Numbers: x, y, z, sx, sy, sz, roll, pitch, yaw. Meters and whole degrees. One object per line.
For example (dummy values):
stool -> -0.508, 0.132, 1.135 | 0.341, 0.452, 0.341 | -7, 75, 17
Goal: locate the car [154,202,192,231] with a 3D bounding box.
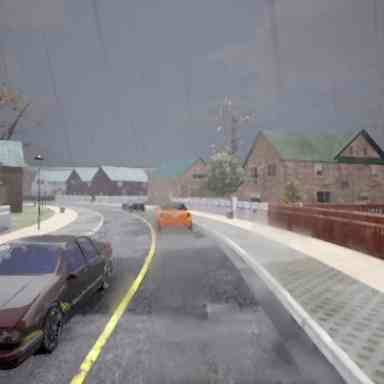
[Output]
car -> -1.306, 1.412, 21.406 | 2.097, 1.767, 4.553 | 0, 0, -9

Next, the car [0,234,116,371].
car -> -2.845, 1.566, 6.347 | 2.033, 1.411, 5.357 | 0, 0, 0

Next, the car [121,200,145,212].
car -> -7.212, 1.646, 40.570 | 2.033, 1.411, 5.357 | 0, 0, -25
